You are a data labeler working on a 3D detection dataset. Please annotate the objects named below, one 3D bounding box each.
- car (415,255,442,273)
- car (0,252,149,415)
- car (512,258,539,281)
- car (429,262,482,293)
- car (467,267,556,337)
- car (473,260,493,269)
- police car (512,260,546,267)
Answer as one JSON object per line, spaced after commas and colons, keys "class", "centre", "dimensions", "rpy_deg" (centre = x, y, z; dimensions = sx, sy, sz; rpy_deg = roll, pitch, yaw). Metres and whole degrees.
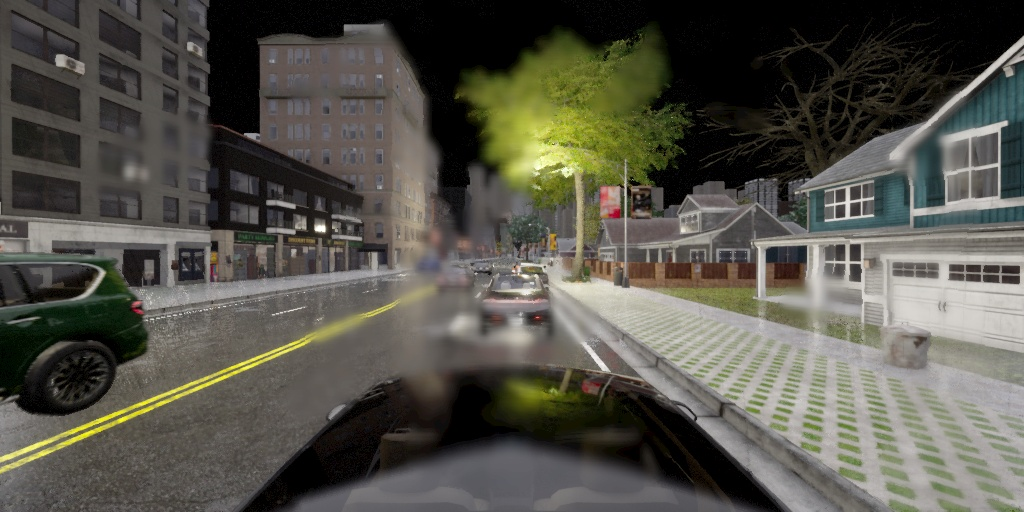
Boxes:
{"class": "car", "centre": [-9.699, 0.940, 42.338], "dimensions": [2.150, 2.045, 5.566], "rpy_deg": [0, 0, 0]}
{"class": "car", "centre": [-6.596, 0.971, 3.069], "dimensions": [2.150, 2.045, 5.566], "rpy_deg": [0, 0, 0]}
{"class": "car", "centre": [1.082, 1.081, 30.424], "dimensions": [2.097, 1.767, 4.553], "rpy_deg": [0, 0, 0]}
{"class": "car", "centre": [-3.066, 1.286, 20.655], "dimensions": [2.033, 1.411, 5.357], "rpy_deg": [0, 0, -1]}
{"class": "car", "centre": [0.131, 1.239, 10.315], "dimensions": [2.128, 1.511, 4.902], "rpy_deg": [0, 0, 0]}
{"class": "car", "centre": [-3.017, 1.270, 37.722], "dimensions": [2.033, 1.411, 5.357], "rpy_deg": [0, 0, 0]}
{"class": "police car", "centre": [1.045, 1.165, 20.564], "dimensions": [1.930, 1.638, 5.238], "rpy_deg": [0, 0, 0]}
